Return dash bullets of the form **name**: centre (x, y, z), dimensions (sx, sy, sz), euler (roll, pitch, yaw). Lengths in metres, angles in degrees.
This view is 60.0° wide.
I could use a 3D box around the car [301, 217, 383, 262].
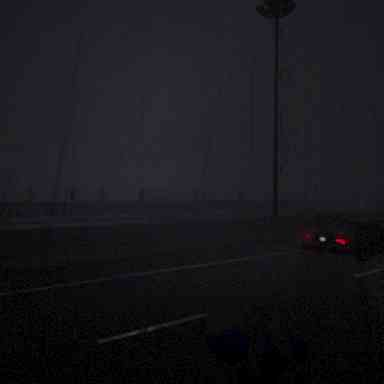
- **car**: centre (6.503, 1.687, 12.807), dimensions (5.357, 1.411, 2.033), euler (1, 0, -35)
